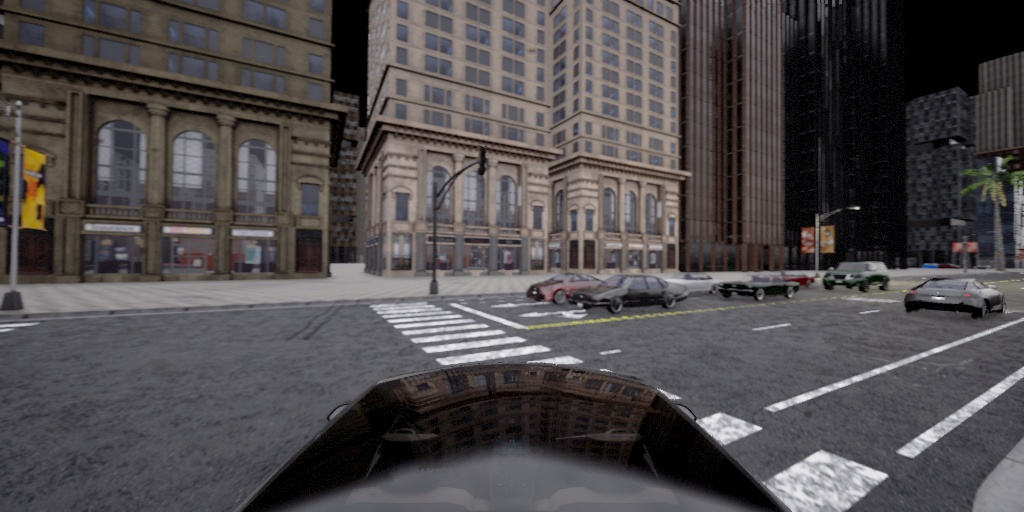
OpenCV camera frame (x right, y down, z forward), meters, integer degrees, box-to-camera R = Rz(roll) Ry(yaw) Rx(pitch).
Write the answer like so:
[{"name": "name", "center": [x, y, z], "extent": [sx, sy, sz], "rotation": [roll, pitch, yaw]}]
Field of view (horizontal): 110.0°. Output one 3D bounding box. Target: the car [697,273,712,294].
[{"name": "car", "center": [10.508, 1.659, 21.617], "extent": [4.718, 1.301, 1.895], "rotation": [1, -1, -28]}]

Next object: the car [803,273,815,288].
[{"name": "car", "center": [20.662, 1.784, 27.066], "extent": [4.718, 1.301, 1.895], "rotation": [1, -1, -28]}]

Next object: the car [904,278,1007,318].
[{"name": "car", "center": [17.550, 1.558, 14.218], "extent": [4.181, 1.385, 1.994], "rotation": [1, -1, -28]}]

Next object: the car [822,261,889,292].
[{"name": "car", "center": [24.405, 1.399, 25.384], "extent": [5.566, 2.045, 2.150], "rotation": [0, -1, -28]}]

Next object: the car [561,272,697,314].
[{"name": "car", "center": [4.936, 1.489, 14.934], "extent": [5.357, 1.411, 2.033], "rotation": [1, -1, -28]}]

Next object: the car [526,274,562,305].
[{"name": "car", "center": [2.792, 1.529, 17.467], "extent": [4.181, 1.385, 1.994], "rotation": [1, -1, -28]}]

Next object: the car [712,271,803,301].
[{"name": "car", "center": [13.383, 1.644, 19.470], "extent": [4.718, 1.301, 1.895], "rotation": [1, -1, -28]}]
